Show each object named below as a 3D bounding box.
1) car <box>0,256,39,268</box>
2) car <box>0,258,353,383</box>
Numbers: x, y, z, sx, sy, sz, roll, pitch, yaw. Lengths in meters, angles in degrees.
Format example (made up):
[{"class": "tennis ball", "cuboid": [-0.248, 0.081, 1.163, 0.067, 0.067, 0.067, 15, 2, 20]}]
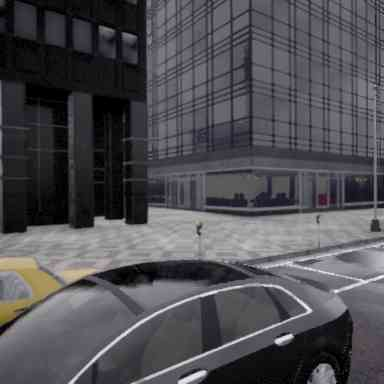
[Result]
[{"class": "car", "cuboid": [-3.289, 1.527, 4.306, 4.829, 1.417, 1.752, 0, 0, -36]}, {"class": "car", "cuboid": [-0.455, 1.498, 3.037, 4.892, 1.490, 1.837, 0, 0, -35]}]
